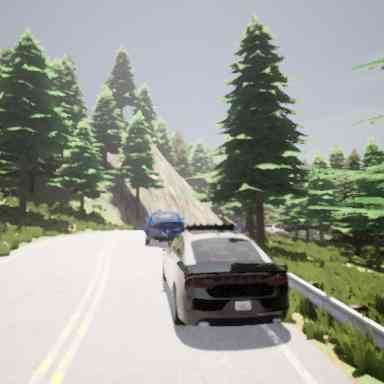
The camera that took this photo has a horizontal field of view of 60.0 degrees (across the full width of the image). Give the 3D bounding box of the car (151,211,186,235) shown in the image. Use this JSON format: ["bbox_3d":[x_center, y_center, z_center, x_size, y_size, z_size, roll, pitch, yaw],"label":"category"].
[{"bbox_3d":[-1.497,2.069,22.717,1.812,1.442,4.674,-1,-4,4],"label":"car"}]

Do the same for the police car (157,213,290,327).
[{"bbox_3d":[0.374,1.507,7.494,1.930,1.638,5.238,0,-1,-9],"label":"police car"}]

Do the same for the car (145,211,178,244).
[{"bbox_3d":[-1.401,1.725,17.117,1.882,1.535,5.008,0,-2,-6],"label":"car"}]

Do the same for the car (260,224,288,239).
[{"bbox_3d":[12.854,6.177,51.989,2.150,2.045,5.566,-4,-11,38],"label":"car"}]

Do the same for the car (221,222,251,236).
[{"bbox_3d":[5.778,4.835,43.202,1.812,1.442,4.674,-4,-11,38],"label":"car"}]

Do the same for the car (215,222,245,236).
[{"bbox_3d":[5.568,5.398,48.146,2.097,1.767,4.553,-4,-11,38],"label":"car"}]
